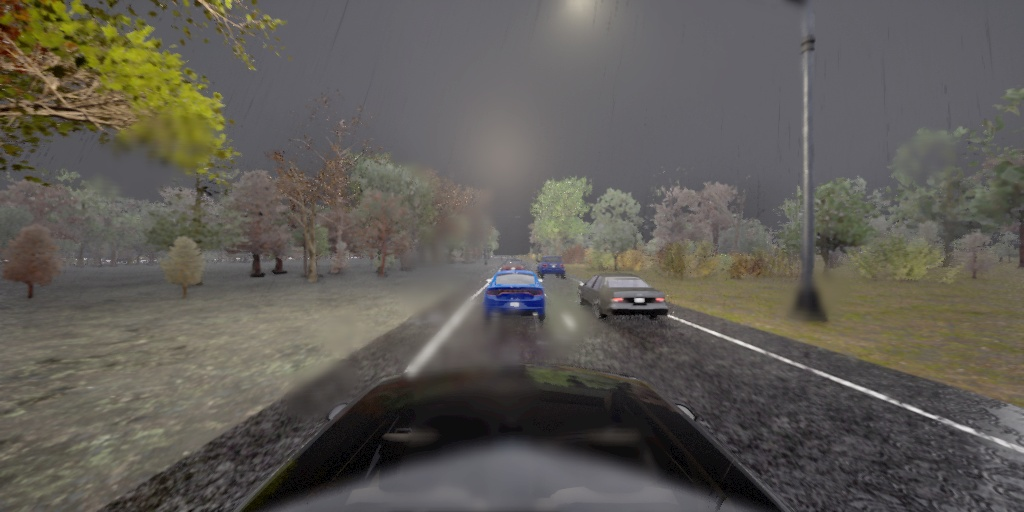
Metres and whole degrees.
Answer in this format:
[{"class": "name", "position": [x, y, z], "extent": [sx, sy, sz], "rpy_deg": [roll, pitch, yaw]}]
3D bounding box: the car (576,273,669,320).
[{"class": "car", "position": [3.599, 1.300, 12.635], "extent": [2.033, 1.411, 5.357], "rpy_deg": [0, 0, 0]}]

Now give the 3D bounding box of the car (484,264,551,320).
[{"class": "car", "position": [0.110, 1.230, 12.683], "extent": [1.882, 1.535, 5.008], "rpy_deg": [0, 0, 0]}]

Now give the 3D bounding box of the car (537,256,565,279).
[{"class": "car", "position": [3.596, 0.980, 33.293], "extent": [2.150, 2.045, 5.566], "rpy_deg": [0, 0, 0]}]

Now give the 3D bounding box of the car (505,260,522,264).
[{"class": "car", "position": [0.097, 1.111, 33.100], "extent": [2.097, 1.767, 4.553], "rpy_deg": [0, 0, 0]}]
